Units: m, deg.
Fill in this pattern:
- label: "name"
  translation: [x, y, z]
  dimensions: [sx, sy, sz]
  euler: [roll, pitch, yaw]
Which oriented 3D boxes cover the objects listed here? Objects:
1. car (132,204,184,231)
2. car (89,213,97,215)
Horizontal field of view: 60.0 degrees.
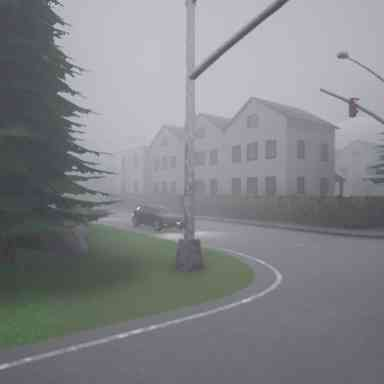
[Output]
- label: "car"
  translation: [-2.169, 1.559, 21.136]
  dimensions: [1.837, 1.490, 4.892]
  euler: [0, 0, -35]
- label: "car"
  translation: [-9.397, 1.602, 31.451]
  dimensions: [2.033, 1.411, 5.357]
  euler: [0, 0, -35]
